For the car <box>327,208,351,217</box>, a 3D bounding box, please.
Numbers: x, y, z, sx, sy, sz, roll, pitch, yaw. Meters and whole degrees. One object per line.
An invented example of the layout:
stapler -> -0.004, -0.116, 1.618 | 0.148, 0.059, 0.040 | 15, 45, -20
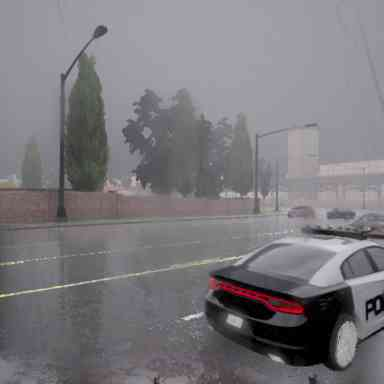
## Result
car -> 15.477, 2.291, 34.548 | 1.895, 1.301, 4.718 | 0, -2, 37

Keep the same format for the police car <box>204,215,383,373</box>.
police car -> 2.554, 1.443, 5.861 | 5.238, 1.638, 1.930 | 0, 0, -39

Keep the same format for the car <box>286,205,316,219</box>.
car -> 11.743, 2.161, 35.410 | 1.812, 1.442, 4.674 | 0, -2, 37

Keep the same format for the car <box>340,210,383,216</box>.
car -> 9.696, 1.755, 16.774 | 5.357, 1.411, 2.033 | 2, -1, -45
